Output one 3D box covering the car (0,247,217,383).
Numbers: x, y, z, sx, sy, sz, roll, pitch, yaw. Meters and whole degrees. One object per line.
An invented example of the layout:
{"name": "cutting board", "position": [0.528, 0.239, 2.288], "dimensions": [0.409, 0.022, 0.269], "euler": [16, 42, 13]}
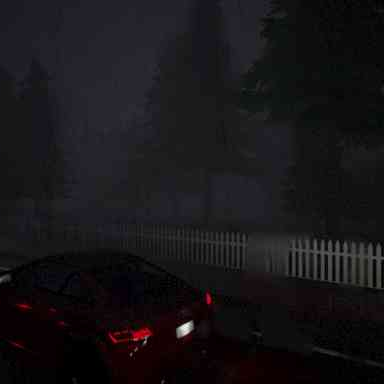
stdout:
{"name": "car", "position": [-1.727, 1.563, 5.008], "dimensions": [4.181, 1.385, 1.994], "euler": [0, 0, 35]}
